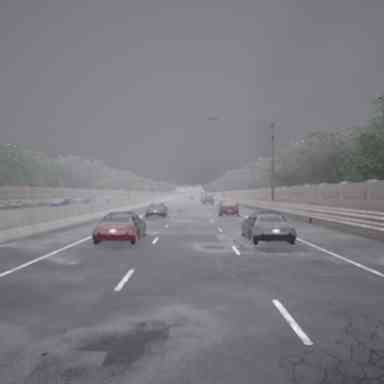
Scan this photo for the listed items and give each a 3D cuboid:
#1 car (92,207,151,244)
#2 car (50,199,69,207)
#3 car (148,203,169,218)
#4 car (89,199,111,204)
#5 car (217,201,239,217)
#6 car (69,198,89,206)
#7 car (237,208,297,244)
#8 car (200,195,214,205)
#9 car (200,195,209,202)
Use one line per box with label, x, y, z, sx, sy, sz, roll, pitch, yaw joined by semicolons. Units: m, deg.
car;-3.404;1.650;16.292;1.994;1.385;4.181;0;0;0
car;-21.061;1.791;53.428;1.882;1.535;5.008;0;0;1
car;-3.409;1.746;32.806;1.994;1.385;4.181;0;0;0
car;-14.077;1.782;52.175;1.882;1.535;5.008;0;0;0
car;3.591;1.665;33.826;1.882;1.535;5.008;0;0;0
car;-17.563;1.818;53.681;1.837;1.490;4.892;0;0;1
car;3.596;1.649;16.226;1.994;1.385;4.181;0;0;0
car;3.481;1.642;70.029;2.150;2.045;5.566;0;0;0
car;3.475;1.795;92.033;2.150;2.045;5.566;0;0;0
